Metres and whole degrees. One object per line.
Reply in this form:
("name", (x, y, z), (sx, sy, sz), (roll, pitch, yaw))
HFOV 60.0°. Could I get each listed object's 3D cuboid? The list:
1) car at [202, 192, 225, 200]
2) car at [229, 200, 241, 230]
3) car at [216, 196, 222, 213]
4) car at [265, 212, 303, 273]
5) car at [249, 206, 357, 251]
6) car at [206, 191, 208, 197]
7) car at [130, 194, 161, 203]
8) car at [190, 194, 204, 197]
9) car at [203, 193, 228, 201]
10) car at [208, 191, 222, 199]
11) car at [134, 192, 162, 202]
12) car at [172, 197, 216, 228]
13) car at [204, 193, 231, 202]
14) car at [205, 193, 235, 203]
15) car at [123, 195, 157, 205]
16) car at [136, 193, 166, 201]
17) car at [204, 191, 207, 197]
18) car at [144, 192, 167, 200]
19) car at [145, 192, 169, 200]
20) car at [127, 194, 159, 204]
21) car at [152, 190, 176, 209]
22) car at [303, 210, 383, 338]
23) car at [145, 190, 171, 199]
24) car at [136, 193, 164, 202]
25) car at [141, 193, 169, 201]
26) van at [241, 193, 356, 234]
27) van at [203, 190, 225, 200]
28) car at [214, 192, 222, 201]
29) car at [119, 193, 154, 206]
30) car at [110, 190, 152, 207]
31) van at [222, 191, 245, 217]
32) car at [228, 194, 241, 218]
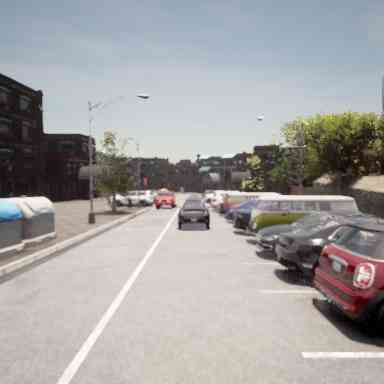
("car", (4.693, 0.862, 72.801), (4.892, 1.521, 2.231), (0, 2, 0))
("car", (4.656, 1.342, 17.042), (5.008, 1.535, 2.097), (0, 0, 0))
("car", (4.697, 1.283, 28.093), (4.792, 1.488, 2.163), (0, 0, 0))
("car", (4.649, 1.411, 8.536), (4.892, 1.521, 2.231), (0, 0, 0))
("car", (4.663, 1.389, 11.330), (4.892, 1.521, 2.231), (0, 0, 0))
("car", (4.714, 0.970, 47.770), (4.553, 1.767, 2.185), (0, 0, 0))
("car", (-7.672, 1.068, 54.870), (4.792, 1.488, 2.163), (0, 0, 0))
("car", (0.125, 1.220, 37.881), (1.812, 1.442, 4.674), (0, 0, 0))
("car", (4.702, 0.940, 67.198), (4.892, 1.521, 2.231), (0, 1, 0))
("car", (4.700, 0.957, 33.677), (5.566, 2.045, 2.435), (0, 0, 0))
("car", (-7.672, 0.889, 57.807), (4.553, 1.767, 2.185), (0, 0, 0))
("car", (0.114, 1.323, 20.842), (2.128, 1.511, 4.902), (0, 0, 0))
("car", (4.685, 0.984, 61.739), (4.892, 1.521, 2.231), (0, 0, 0))
("car", (4.682, 1.029, 56.027), (5.008, 1.535, 2.097), (0, 0, 0))
("car", (-7.644, 1.127, 48.869), (4.674, 1.452, 2.002), (0, 0, 0))
("car", (-7.822, 0.965, 63.684), (5.366, 1.575, 1.946), (0, 0, 0))
("car", (4.658, 0.800, 53.231), (5.566, 2.045, 2.435), (0, 0, 0))
("car", (-7.602, 0.790, 69.564), (4.553, 1.767, 2.185), (0, 1, 0))
("car", (-7.636, 0.870, 72.395), (5.008, 1.535, 2.097), (0, 1, 0))
("car", (-7.642, 1.102, 51.931), (4.674, 1.452, 2.002), (0, 0, 0))
("car", (-3.066, 0.902, 39.522), (2.150, 2.045, 5.566), (0, 1, 0))
("car", (4.621, 1.307, 5.744), (4.553, 1.767, 2.185), (0, 0, 0))
("car", (-7.601, 0.548, 75.333), (5.566, 2.045, 2.435), (0, 1, 0))
("car", (-7.645, 0.993, 60.621), (4.892, 1.521, 2.231), (0, 0, 0))
("car", (-7.450, 0.941, 66.623), (5.366, 1.575, 1.946), (0, 0, 0))
("van", (4.543, 1.140, 14.122), (4.442, 1.987, 1.878), (0, 0, 0))
("van", (4.581, 0.685, 69.990), (4.442, 1.987, 1.878), (0, 1, 0))
("car", (4.640, 1.105, 30.883), (4.553, 1.767, 2.185), (0, 0, 0))
("car", (-7.618, 0.985, 45.929), (4.553, 1.767, 2.185), (0, 0, 0))
("car", (-7.679, 0.881, 43.115), (5.566, 2.045, 2.435), (0, 0, 0))
("van", (4.784, 1.050, 25.296), (4.442, 1.987, 1.878), (0, 0, 0))
("car", (4.694, 1.195, 19.711), (4.553, 1.767, 2.185), (0, 0, 0))
